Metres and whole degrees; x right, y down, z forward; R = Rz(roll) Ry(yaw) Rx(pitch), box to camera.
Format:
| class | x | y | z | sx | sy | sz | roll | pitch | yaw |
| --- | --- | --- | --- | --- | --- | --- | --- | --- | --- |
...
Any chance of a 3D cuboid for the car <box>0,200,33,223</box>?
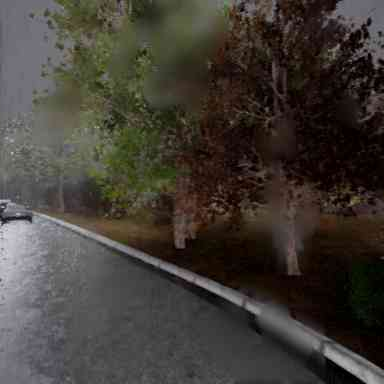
| class | x | y | z | sx | sy | sz | roll | pitch | yaw |
| --- | --- | --- | --- | --- | --- | --- | --- | --- | --- |
| car | -13.428 | 1.561 | 25.464 | 1.994 | 1.385 | 4.181 | 0 | 0 | -32 |
